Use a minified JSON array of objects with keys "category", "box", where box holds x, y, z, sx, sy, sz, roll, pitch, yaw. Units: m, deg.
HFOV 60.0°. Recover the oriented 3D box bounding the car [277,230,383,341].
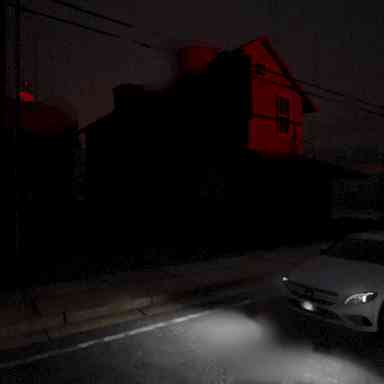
[{"category":"car","box":[3.754,1.547,6.647,4.674,1.442,1.812,0,0,-35]}]
